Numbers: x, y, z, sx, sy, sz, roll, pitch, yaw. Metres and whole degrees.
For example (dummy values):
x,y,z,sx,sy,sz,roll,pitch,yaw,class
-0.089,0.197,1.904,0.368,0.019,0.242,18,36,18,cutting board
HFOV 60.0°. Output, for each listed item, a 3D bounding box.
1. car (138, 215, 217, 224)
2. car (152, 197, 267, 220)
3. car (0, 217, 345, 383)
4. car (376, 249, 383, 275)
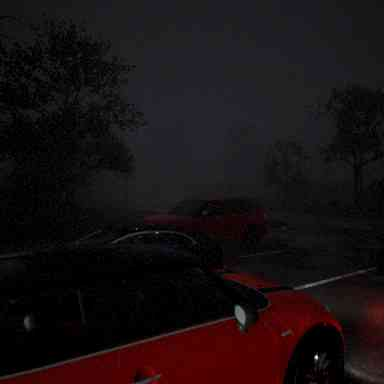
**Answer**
x,y,z,sx,sy,sz,roll,pitch,yaw,class
-1.497,1.491,7.203,4.902,1.511,2.128,0,0,-35,car
0.495,1.221,12.893,5.566,2.045,2.150,0,0,-35,car
-0.453,1.352,3.397,4.553,1.767,2.097,0,0,-35,car
6.751,1.601,8.528,4.718,1.301,1.895,0,0,-36,car
